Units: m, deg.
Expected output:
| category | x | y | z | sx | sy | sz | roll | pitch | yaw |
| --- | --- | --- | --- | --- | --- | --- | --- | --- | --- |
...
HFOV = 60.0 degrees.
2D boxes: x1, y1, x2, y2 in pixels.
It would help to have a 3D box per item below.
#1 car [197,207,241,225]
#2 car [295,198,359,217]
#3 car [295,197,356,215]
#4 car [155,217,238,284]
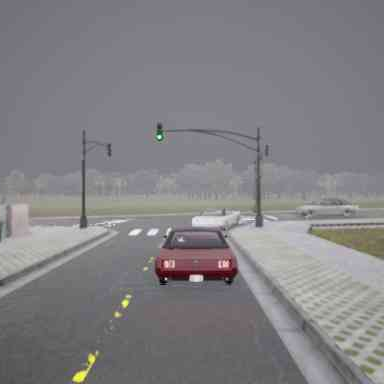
| category | x | y | z | sx | sy | sz | roll | pitch | yaw |
| --- | --- | --- | --- | --- | --- | --- | --- | --- | --- |
| car | 1.708 | 1.625 | 21.218 | 1.895 | 1.301 | 4.718 | -1 | 2 | 22 |
| car | 11.124 | 1.388 | 27.761 | 4.718 | 1.301 | 1.895 | -2 | -1 | 1 |
| car | 12.366 | 1.323 | 30.996 | 4.892 | 1.490 | 1.837 | -2 | -1 | 1 |
| car | 0.102 | 1.645 | 9.632 | 1.895 | 1.301 | 4.718 | 0 | 0 | 0 |
